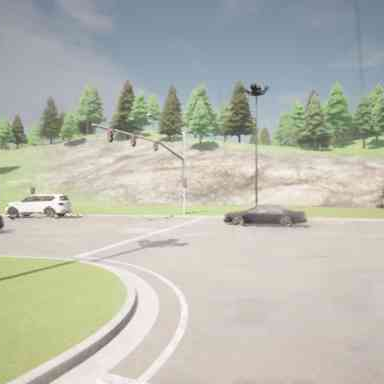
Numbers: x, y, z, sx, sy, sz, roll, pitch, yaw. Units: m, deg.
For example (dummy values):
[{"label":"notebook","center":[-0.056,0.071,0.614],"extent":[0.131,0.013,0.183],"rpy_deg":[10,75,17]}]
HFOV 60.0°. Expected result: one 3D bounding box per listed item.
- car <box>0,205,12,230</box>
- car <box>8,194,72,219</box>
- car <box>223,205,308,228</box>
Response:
[{"label":"car","center":[-12.677,1.561,18.380],"extent":[4.181,1.385,1.994],"rpy_deg":[0,0,8]},{"label":"car","center":[-13.353,1.213,29.109],"extent":[5.566,2.045,2.150],"rpy_deg":[0,0,7]},{"label":"car","center":[4.832,1.540,22.061],"extent":[5.357,1.411,2.033],"rpy_deg":[0,0,14]}]
